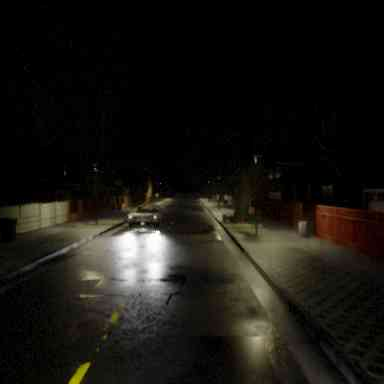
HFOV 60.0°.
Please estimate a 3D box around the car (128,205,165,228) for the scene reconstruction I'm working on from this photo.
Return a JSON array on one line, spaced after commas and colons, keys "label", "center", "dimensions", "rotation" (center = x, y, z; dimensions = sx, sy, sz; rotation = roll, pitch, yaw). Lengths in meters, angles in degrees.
[{"label": "car", "center": [-2.837, 1.512, 21.360], "dimensions": [1.895, 1.301, 4.718], "rotation": [0, 0, 0]}]
